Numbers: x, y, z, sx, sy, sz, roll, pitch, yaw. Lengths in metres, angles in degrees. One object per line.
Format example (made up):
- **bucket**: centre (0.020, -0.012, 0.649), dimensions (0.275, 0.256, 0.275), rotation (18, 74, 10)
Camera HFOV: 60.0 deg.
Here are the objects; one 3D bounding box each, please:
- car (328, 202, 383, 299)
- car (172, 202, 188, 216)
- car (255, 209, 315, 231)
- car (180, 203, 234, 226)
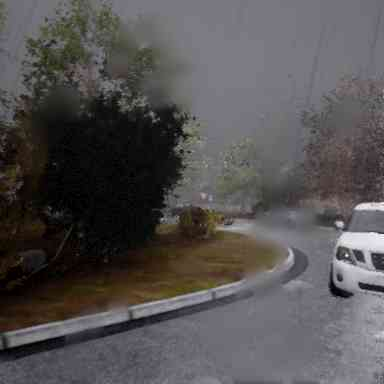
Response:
- **car**: centre (4.990, 1.317, 8.367), dimensions (2.150, 2.045, 5.566), rotation (2, 0, 29)
- **car**: centre (-0.608, 1.840, 34.583), dimensions (1.837, 1.490, 4.892), rotation (1, -1, -24)
- **car**: centre (6.441, 1.893, 23.330), dimensions (1.994, 1.385, 4.181), rotation (2, -1, -34)
- **car**: centre (1.232, 1.799, 24.911), dimensions (1.994, 1.385, 4.181), rotation (2, -1, -36)
